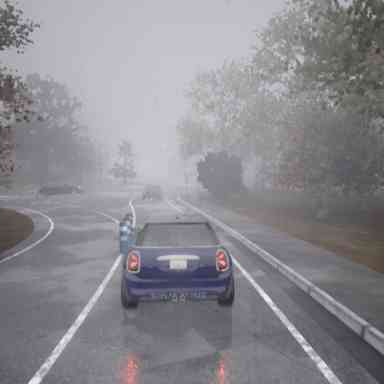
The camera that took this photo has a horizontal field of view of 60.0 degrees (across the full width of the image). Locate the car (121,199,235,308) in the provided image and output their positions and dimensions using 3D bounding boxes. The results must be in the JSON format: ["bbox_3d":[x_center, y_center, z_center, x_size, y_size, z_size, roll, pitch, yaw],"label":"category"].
[{"bbox_3d":[-0.376,1.246,7.960,2.097,1.767,4.553,0,1,-4],"label":"car"}]

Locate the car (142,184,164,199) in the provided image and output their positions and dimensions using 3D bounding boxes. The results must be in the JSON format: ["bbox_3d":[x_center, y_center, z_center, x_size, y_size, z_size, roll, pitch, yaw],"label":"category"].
[{"bbox_3d":[-3.945,-0.062,33.967,2.033,1.411,5.357,0,5,-2],"label":"car"}]

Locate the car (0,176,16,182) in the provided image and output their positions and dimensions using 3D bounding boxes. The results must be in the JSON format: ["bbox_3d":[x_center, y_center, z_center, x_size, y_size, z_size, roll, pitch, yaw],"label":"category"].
[{"bbox_3d":[-35.822,-2.430,62.444,1.895,1.301,4.718,2,5,24],"label":"car"}]

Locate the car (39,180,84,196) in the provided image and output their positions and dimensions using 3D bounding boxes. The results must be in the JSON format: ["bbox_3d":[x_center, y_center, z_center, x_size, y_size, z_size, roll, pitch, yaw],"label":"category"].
[{"bbox_3d":[-14.470,-0.515,36.992,4.553,1.767,2.097,-1,5,-13],"label":"car"}]
